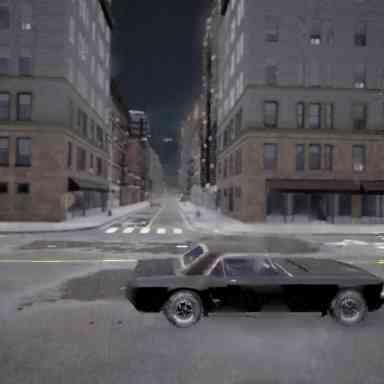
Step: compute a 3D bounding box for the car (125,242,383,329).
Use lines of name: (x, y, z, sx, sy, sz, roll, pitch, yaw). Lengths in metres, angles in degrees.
car: (1.167, 1.697, 6.582, 4.718, 1.301, 1.895, 1, -1, -4)

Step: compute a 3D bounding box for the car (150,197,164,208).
car: (-6.902, 2.155, 63.279, 1.882, 1.535, 5.008, 1, -1, -3)
